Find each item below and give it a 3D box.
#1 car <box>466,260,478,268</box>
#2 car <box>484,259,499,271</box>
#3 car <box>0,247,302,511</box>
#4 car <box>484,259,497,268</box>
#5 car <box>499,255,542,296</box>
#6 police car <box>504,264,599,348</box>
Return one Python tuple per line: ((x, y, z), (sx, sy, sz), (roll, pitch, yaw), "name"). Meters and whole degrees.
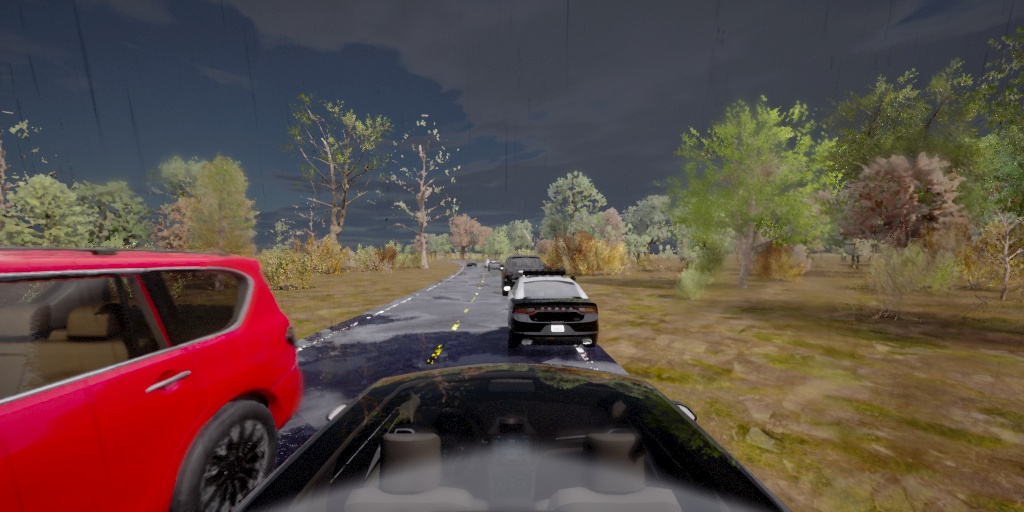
((-6.708, 1.355, 59.965), (1.895, 1.301, 4.718), (0, 0, -7), "car")
((-2.314, 1.240, 48.050), (2.128, 1.511, 4.902), (0, 0, -5), "car")
((-3.039, 0.970, 1.083), (2.150, 2.045, 5.566), (0, 0, 0), "car")
((-3.595, 1.278, 59.848), (1.812, 1.442, 4.674), (0, 0, -8), "car")
((0.531, 0.972, 19.363), (2.150, 2.045, 5.566), (0, 0, -2), "car")
((0.820, 1.174, 9.399), (1.930, 1.638, 5.238), (0, 0, -1), "police car")
